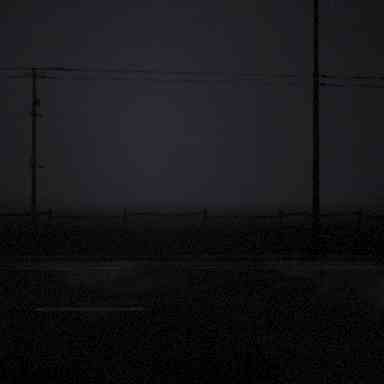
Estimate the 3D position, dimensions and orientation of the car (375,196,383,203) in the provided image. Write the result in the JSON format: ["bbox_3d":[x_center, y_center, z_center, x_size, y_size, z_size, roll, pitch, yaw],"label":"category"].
[{"bbox_3d":[41.990,1.671,72.426,2.033,1.411,5.357,0,0,-1],"label":"car"}]
